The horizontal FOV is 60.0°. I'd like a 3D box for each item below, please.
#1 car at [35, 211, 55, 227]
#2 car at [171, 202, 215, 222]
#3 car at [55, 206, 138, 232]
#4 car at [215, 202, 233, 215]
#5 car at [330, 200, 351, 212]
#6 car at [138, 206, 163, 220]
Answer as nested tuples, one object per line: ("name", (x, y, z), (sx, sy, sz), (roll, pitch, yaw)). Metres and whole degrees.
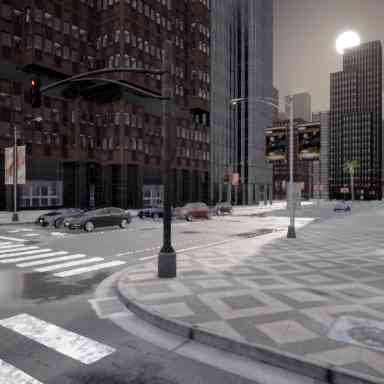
("car", (-8.954, 1.794, 23.914), (1.994, 1.385, 4.181), (0, -1, 35))
("car", (-0.182, 1.743, 30.685), (2.097, 1.767, 4.553), (0, -1, 35))
("car", (-6.185, 1.742, 22.203), (1.837, 1.490, 4.892), (0, -1, 35))
("car", (3.370, 2.045, 41.325), (1.837, 1.490, 4.892), (0, -1, 35))
("car", (24.270, 2.431, 53.657), (2.033, 1.411, 5.357), (0, -1, 34))
("car", (-3.101, 1.978, 32.199), (1.895, 1.301, 4.718), (0, -1, 35))
